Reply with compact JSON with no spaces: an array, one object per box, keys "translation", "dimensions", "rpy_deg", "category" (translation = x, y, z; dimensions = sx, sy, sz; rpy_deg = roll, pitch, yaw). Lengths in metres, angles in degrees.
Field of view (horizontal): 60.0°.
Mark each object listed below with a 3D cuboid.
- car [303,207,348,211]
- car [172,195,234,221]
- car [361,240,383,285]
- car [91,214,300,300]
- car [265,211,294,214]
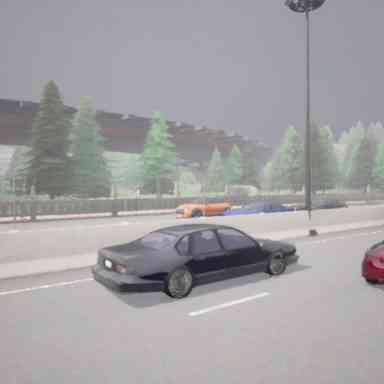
[{"translation":[11.514,1.271,29.295],"dimensions":[5.357,1.411,2.033],"rpy_deg":[-1,0,-34],"category":"car"},{"translation":[0.903,1.189,26.108],"dimensions":[4.553,1.767,2.097],"rpy_deg":[-1,0,-35],"category":"car"},{"translation":[5.926,1.465,7.976],"dimensions":[4.181,1.385,1.994],"rpy_deg":[-1,0,-35],"category":"car"},{"translation":[0.333,1.496,8.288],"dimensions":[5.357,1.411,2.033],"rpy_deg":[-1,0,-35],"category":"car"},{"translation":[3.948,1.326,19.693],"dimensions":[5.008,1.535,1.882],"rpy_deg":[-1,1,-35],"category":"car"}]
